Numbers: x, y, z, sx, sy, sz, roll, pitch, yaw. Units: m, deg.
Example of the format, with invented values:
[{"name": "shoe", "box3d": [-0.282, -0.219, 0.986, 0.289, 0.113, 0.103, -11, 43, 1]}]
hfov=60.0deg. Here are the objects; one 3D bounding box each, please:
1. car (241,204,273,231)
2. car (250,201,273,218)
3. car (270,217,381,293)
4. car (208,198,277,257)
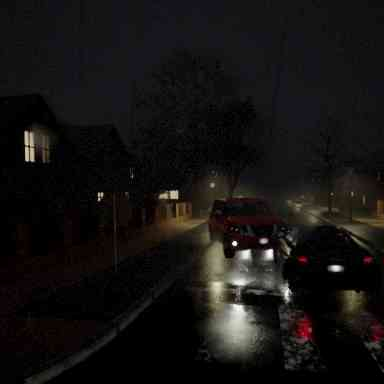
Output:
[{"name": "car", "box3d": [4.374, 1.588, 21.935, 1.812, 1.442, 4.674, -1, 0, 13]}, {"name": "car", "box3d": [6.766, 1.638, 32.314, 1.994, 1.385, 4.181, -1, 0, 13]}, {"name": "car", "box3d": [3.342, 1.586, 8.927, 1.994, 1.385, 4.181, -2, -1, 10]}, {"name": "car", "box3d": [2.023, 1.266, 13.553, 2.150, 2.045, 5.566, -1, 0, -6]}]
